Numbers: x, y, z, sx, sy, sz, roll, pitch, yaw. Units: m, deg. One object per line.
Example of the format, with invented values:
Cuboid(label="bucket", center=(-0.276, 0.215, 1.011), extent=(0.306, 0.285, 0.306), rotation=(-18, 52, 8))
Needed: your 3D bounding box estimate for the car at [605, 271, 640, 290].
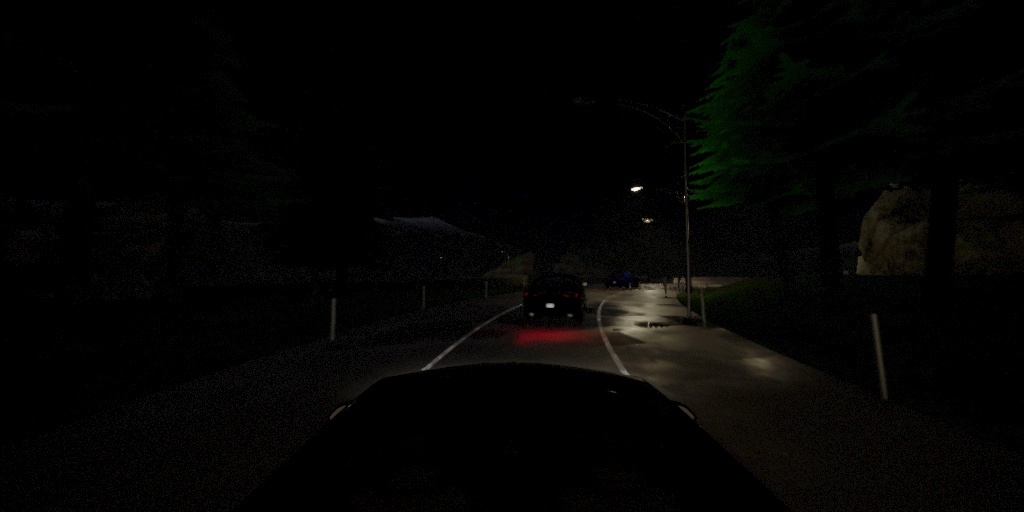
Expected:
Cuboid(label="car", center=(9.655, 2.078, 31.055), extent=(1.882, 1.535, 5.008), rotation=(-2, -4, 34))

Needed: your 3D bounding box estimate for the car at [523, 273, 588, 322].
Cuboid(label="car", center=(1.684, 1.381, 13.096), extent=(1.882, 1.535, 5.008), rotation=(-1, -1, 13))
